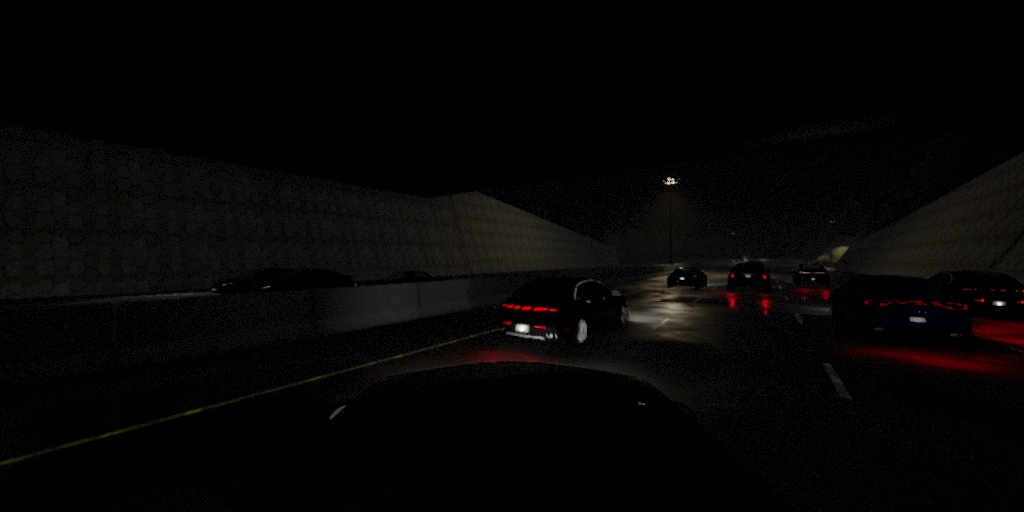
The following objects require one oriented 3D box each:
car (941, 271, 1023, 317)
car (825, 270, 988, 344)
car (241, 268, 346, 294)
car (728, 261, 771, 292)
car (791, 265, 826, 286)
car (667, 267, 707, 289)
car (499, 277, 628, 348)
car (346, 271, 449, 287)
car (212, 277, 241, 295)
[{"bbox_3d":[17.260,1.313,13.659,1.837,1.490,4.892,0,-1,35],"label":"car"},{"bbox_3d":[10.419,1.269,9.978,1.882,1.535,5.008,0,0,35],"label":"car"},{"bbox_3d":[-10.080,1.354,17.635,1.812,1.442,4.674,0,0,35],"label":"car"},{"bbox_3d":[14.934,1.206,22.548,2.097,1.767,4.553,0,0,35],"label":"car"},{"bbox_3d":[21.769,1.365,26.227,2.128,1.511,4.902,0,0,35],"label":"car"},{"bbox_3d":[11.982,1.427,24.438,1.994,1.385,4.181,0,0,35],"label":"car"},{"bbox_3d":[1.604,1.294,9.587,1.837,1.490,4.892,0,0,35],"label":"car"},{"bbox_3d":[-5.491,1.432,18.112,1.895,1.301,4.718,0,0,35],"label":"car"},{"bbox_3d":[-13.162,1.363,19.335,1.812,1.442,4.674,0,0,35],"label":"car"}]
